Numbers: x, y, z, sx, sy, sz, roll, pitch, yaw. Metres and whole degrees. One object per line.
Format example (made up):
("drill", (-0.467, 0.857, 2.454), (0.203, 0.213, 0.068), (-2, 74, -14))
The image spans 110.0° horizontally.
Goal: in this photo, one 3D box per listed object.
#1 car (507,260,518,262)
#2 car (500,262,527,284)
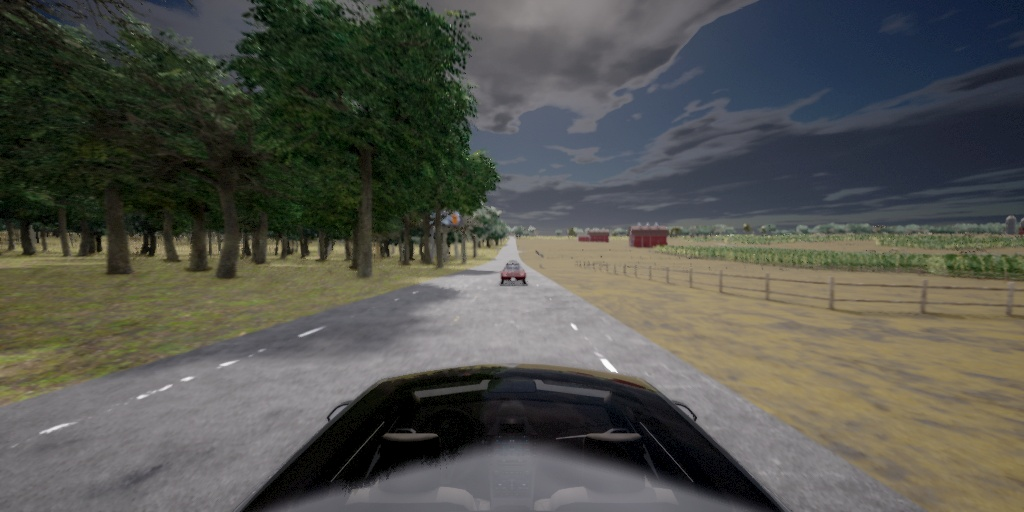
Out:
("car", (0.091, 1.292, 45.605), (1.837, 1.490, 4.892), (0, 0, 0))
("car", (0.099, 1.346, 27.204), (1.895, 1.301, 4.718), (0, 0, 0))
